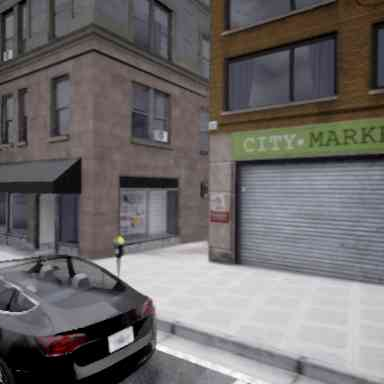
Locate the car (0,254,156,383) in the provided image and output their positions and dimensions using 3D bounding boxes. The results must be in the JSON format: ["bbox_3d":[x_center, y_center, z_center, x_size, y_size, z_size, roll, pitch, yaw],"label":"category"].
[{"bbox_3d":[-2.430,1.577,4.685,4.313,1.339,1.947,0,1,36],"label":"car"}]
